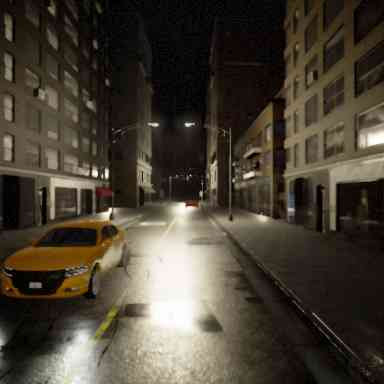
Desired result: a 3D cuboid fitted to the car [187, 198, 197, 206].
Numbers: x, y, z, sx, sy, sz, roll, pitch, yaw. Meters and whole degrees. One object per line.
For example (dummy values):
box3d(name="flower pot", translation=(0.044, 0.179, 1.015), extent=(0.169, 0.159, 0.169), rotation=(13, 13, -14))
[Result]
box3d(name="car", translation=(-0.013, 1.931, 66.196), extent=(1.882, 1.535, 5.008), rotation=(0, 0, 0))

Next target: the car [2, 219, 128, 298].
box3d(name="car", translation=(-3.003, 1.539, 8.874), extent=(1.882, 1.535, 5.008), rotation=(0, -1, 0))

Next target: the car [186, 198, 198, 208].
box3d(name="car", translation=(-0.011, 1.737, 56.096), extent=(2.097, 1.767, 4.553), rotation=(0, 0, 0))
